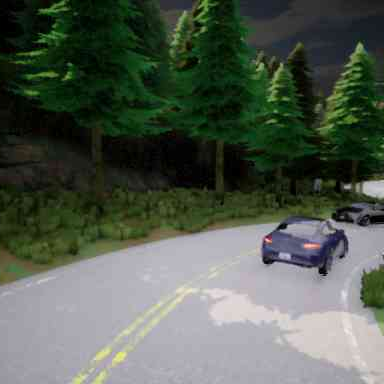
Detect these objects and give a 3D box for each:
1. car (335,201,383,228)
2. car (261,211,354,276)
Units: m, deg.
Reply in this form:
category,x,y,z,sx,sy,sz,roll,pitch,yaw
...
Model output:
category,x,y,z,sx,sy,sz,roll,pitch,yaw
car,10.616,1.294,20.292,4.181,1.385,1.994,0,5,-25
car,3.688,1.514,10.588,1.812,1.442,4.674,4,2,33
